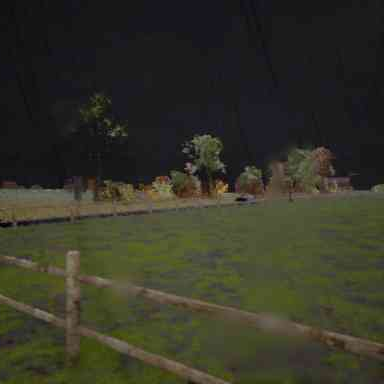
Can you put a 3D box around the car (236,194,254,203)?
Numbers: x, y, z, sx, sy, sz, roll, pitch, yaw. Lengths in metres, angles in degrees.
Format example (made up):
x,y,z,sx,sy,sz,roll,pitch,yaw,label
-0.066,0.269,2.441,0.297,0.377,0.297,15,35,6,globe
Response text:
x,y,z,sx,sy,sz,roll,pitch,yaw,label
8.471,1.012,53.911,1.994,1.385,4.181,-1,0,35,car
